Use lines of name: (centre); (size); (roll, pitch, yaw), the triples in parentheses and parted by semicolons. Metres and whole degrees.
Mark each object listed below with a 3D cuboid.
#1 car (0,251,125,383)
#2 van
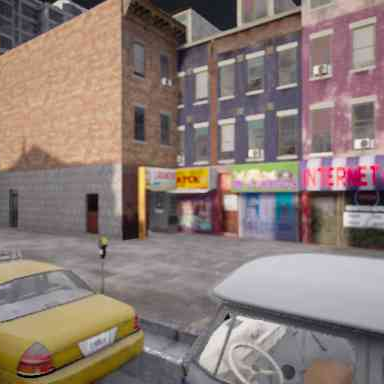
car: (-2.866, 1.560, 4.853); (4.829, 1.417, 1.752); (0, 0, 36)
van: (1.727, 1.337, 1.573); (3.998, 1.788, 1.690); (0, 0, 36)
